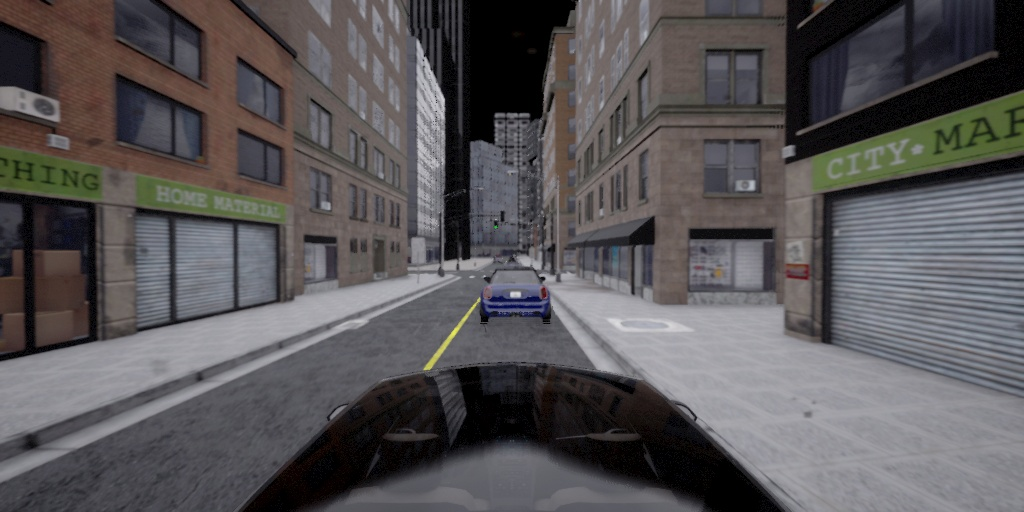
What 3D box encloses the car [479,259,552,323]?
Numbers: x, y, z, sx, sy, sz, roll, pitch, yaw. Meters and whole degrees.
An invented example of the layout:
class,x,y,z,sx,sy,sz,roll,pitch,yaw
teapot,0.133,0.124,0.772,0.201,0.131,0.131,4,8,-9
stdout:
class,x,y,z,sx,sy,sz,roll,pitch,yaw
car,0.101,1.097,12.182,2.097,1.767,4.553,0,0,0
